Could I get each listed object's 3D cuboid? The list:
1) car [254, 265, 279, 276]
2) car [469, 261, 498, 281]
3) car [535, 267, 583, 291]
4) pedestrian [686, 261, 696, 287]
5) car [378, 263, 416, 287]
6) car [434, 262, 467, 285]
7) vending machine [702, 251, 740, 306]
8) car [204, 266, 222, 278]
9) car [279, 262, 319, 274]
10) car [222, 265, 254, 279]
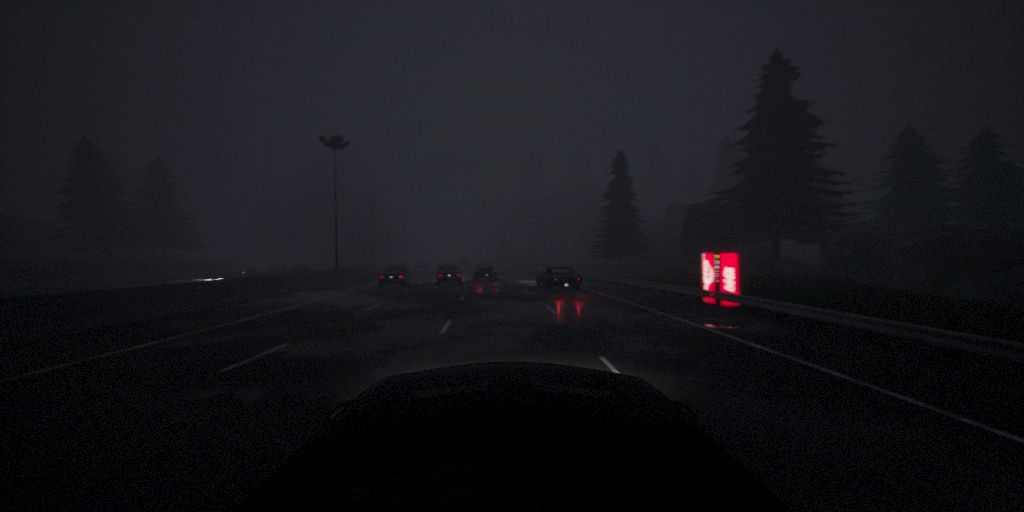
[{"bbox_3d":[-26.197,1.723,40.032,2.033,1.411,5.357,-1,0,-15],"label":"car"},{"bbox_3d":[-2.404,1.321,30.673,1.812,1.442,4.674,-1,0,-11],"label":"car"},{"bbox_3d":[2.699,1.313,21.910,1.895,1.301,4.718,-1,0,-8],"label":"car"},{"bbox_3d":[7.709,0.744,15.377,0.500,1.100,0.500,-1,0,-4],"label":"pedestrian"},{"bbox_3d":[-8.394,1.437,25.951,2.033,1.411,5.357,-1,0,-11],"label":"car"},{"bbox_3d":[-4.803,1.379,26.930,2.033,1.411,5.357,-1,0,-12],"label":"car"},{"bbox_3d":[8.168,0.818,14.037,1.100,2.100,0.880,0,0,-4],"label":"vending machine"},{"bbox_3d":[-34.125,1.865,42.169,1.994,1.385,4.181,-1,0,-17],"label":"car"},{"bbox_3d":[-21.787,1.669,36.907,1.994,1.385,4.181,-1,0,-13],"label":"car"},{"bbox_3d":[-29.875,1.760,40.119,1.812,1.442,4.674,-1,0,-15],"label":"car"}]
